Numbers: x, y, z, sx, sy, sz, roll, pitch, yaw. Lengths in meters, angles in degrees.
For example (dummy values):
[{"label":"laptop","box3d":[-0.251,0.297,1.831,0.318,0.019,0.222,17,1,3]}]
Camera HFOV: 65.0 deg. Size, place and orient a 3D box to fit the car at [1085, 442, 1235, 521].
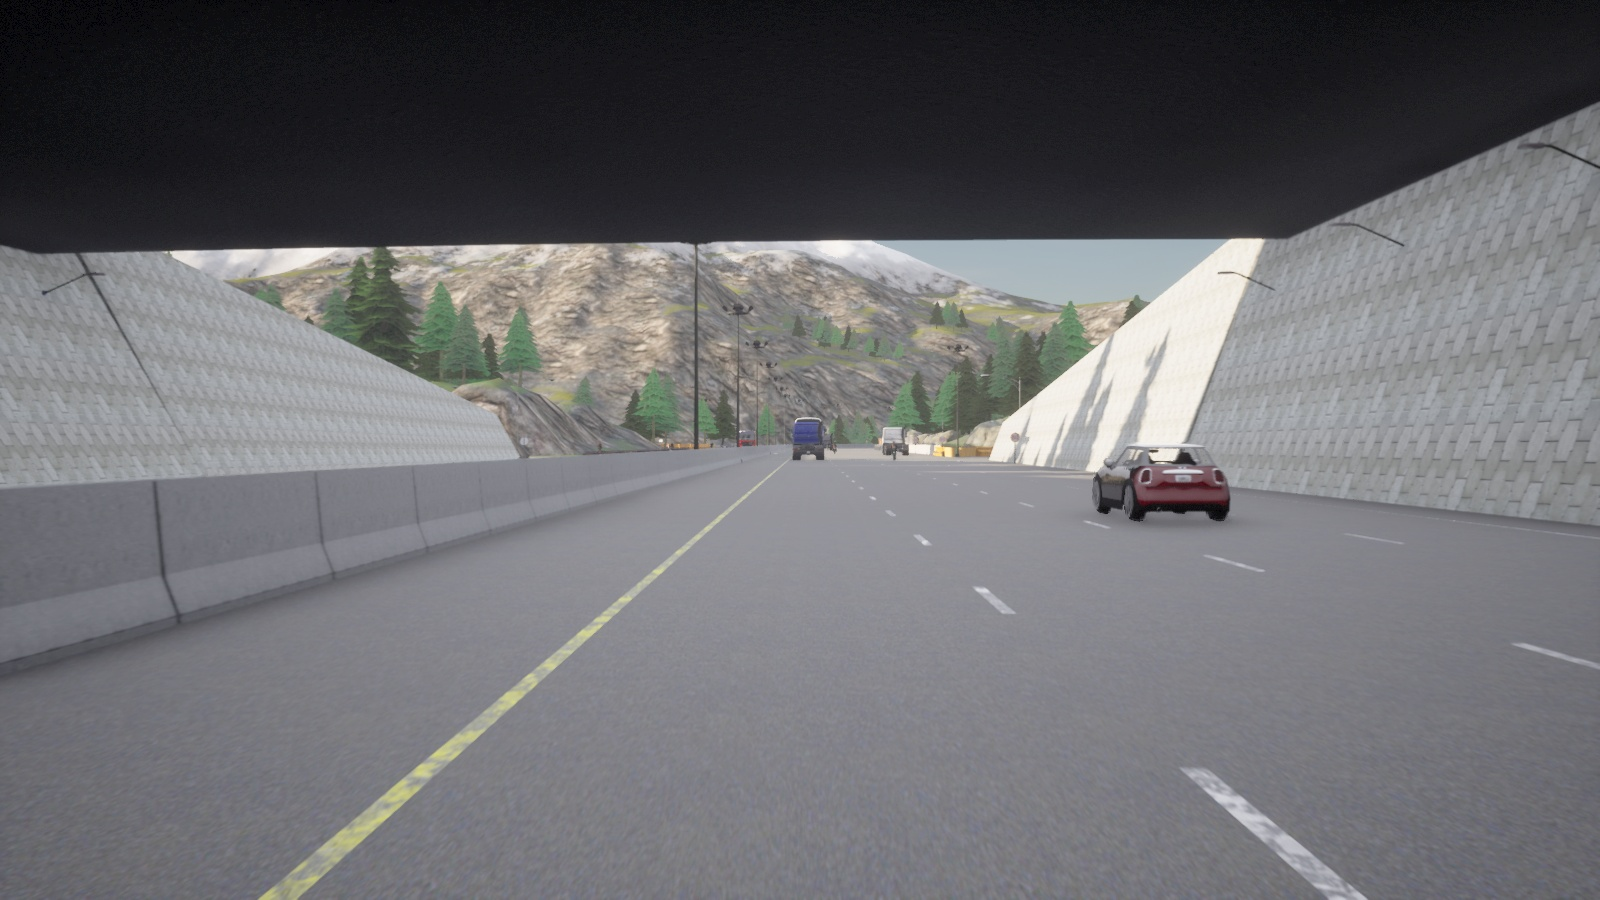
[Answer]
[{"label":"car","box3d":[7.160,0.574,25.385,1.970,1.475,3.806,0,0,0]}]
